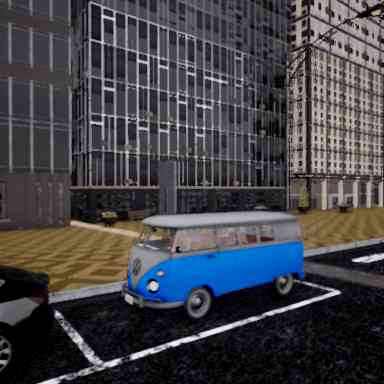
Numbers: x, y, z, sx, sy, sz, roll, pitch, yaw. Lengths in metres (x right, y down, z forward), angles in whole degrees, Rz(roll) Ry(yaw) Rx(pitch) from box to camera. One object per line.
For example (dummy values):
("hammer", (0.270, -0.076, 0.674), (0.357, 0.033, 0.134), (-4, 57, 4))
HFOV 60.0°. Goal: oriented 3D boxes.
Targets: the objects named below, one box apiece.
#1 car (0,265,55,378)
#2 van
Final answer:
("car", (-3.877, 1.566, 3.800), (4.313, 1.339, 1.947), (0, 0, -36))
("van", (0.618, 1.338, 7.009), (3.998, 1.788, 1.690), (0, 0, -36))
